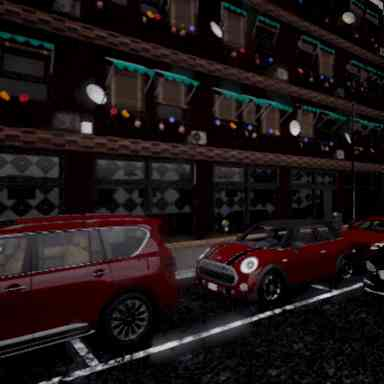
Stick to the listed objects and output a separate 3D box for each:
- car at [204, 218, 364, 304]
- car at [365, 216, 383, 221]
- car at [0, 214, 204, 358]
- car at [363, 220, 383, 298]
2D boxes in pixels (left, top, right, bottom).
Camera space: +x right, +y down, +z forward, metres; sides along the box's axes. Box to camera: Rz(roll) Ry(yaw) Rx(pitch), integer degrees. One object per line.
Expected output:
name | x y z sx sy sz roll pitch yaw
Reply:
car | 2.056 1.423 8.025 4.097 1.590 1.967 0 0 -36
car | 6.646 1.511 11.300 4.507 1.381 1.887 0 0 -36
car | -2.531 1.313 4.751 5.009 1.841 2.192 0 0 -36
car | 5.701 1.468 7.362 4.902 1.511 2.128 0 0 -35
